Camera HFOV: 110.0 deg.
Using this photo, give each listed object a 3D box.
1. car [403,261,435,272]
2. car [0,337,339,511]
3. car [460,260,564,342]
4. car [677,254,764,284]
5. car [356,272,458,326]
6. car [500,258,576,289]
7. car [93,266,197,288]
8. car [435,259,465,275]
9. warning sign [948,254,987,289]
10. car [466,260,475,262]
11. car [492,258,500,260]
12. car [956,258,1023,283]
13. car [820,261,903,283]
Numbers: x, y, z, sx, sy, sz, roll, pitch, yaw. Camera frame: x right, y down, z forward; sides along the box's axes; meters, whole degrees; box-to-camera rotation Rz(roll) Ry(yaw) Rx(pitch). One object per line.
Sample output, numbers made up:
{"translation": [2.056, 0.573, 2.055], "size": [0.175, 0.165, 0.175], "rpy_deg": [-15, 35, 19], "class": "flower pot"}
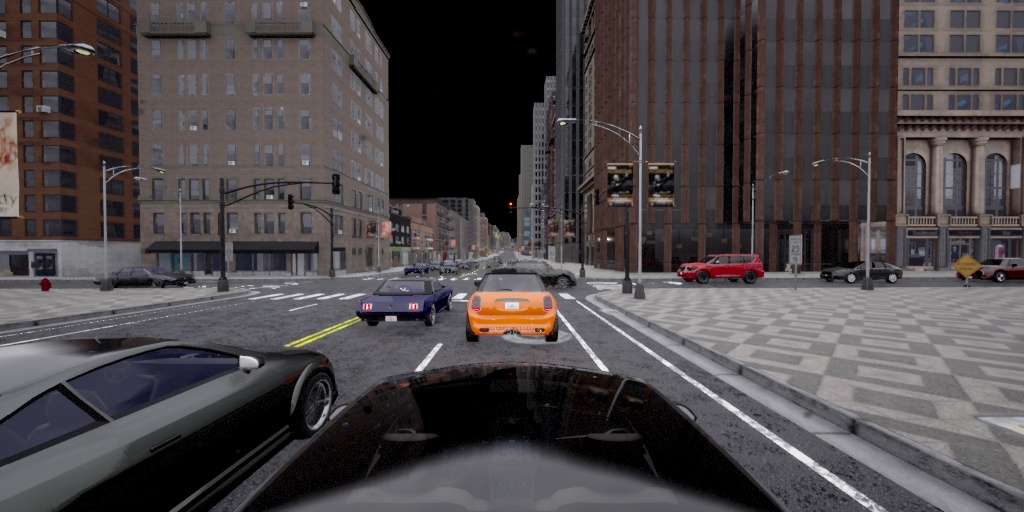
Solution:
{"translation": [-9.851, 1.367, 37.615], "size": [1.895, 1.301, 4.718], "rpy_deg": [0, 0, 0], "class": "car"}
{"translation": [-3.158, 1.314, 2.766], "size": [1.994, 1.385, 4.181], "rpy_deg": [0, 0, 1], "class": "car"}
{"translation": [0.010, 1.101, 9.933], "size": [2.097, 1.767, 4.553], "rpy_deg": [0, 0, 0], "class": "car"}
{"translation": [14.839, 0.875, 25.604], "size": [5.566, 2.045, 2.150], "rpy_deg": [0, 1, 0], "class": "car"}
{"translation": [-3.149, 1.350, 11.585], "size": [1.895, 1.301, 4.718], "rpy_deg": [0, 0, 0], "class": "car"}
{"translation": [1.724, 1.104, 22.571], "size": [4.553, 1.767, 2.097], "rpy_deg": [0, 1, 2], "class": "car"}
{"translation": [-24.107, 1.396, 23.599], "size": [5.357, 1.411, 2.033], "rpy_deg": [0, 1, 0], "class": "car"}
{"translation": [-6.600, 1.331, 38.822], "size": [1.994, 1.385, 4.181], "rpy_deg": [0, 0, 0], "class": "car"}
{"translation": [25.178, 0.827, 19.839], "size": [1.060, 1.860, 1.300], "rpy_deg": [0, 0, 0], "class": "warning sign"}
{"translation": [-6.599, 1.338, 48.781], "size": [1.994, 1.385, 4.181], "rpy_deg": [0, 0, 0], "class": "car"}
{"translation": [-3.154, 1.379, 59.047], "size": [1.895, 1.301, 4.718], "rpy_deg": [0, 0, 0], "class": "car"}
{"translation": [35.013, 0.925, 25.670], "size": [4.553, 1.767, 2.097], "rpy_deg": [0, 1, 0], "class": "car"}
{"translation": [24.895, 1.118, 25.641], "size": [4.892, 1.490, 1.837], "rpy_deg": [0, 1, 0], "class": "car"}
